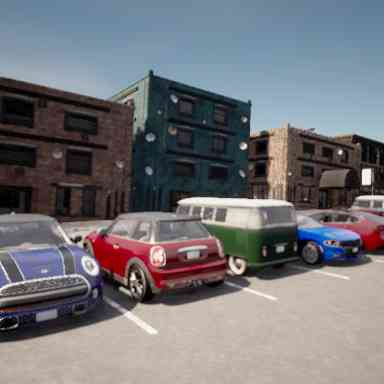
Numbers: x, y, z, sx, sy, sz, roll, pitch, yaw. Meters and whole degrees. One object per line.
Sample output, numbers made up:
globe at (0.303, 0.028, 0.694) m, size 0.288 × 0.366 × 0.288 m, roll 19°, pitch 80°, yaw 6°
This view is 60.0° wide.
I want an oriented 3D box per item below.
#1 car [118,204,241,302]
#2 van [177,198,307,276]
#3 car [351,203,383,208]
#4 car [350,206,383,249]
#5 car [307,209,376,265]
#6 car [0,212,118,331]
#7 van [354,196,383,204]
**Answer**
car at (-1.205, 1.298, 8.492) m, size 2.185 × 1.767 × 4.553 m, roll 0°, pitch 0°, yaw -36°
van at (0.991, 1.199, 10.240) m, size 1.878 × 1.987 × 4.442 m, roll 0°, pitch 0°, yaw -35°
car at (7.888, 1.457, 15.052) m, size 2.163 × 1.488 × 4.792 m, roll 0°, pitch 0°, yaw -35°
car at (5.606, 1.456, 13.425) m, size 2.163 × 1.488 × 4.792 m, roll 0°, pitch 0°, yaw -36°
car at (3.338, 1.426, 11.777) m, size 2.097 × 1.535 × 5.008 m, roll 0°, pitch 0°, yaw -35°
car at (-3.524, 1.298, 6.915) m, size 2.185 × 1.767 × 4.553 m, roll 0°, pitch 0°, yaw -36°
van at (10.120, 1.202, 16.752) m, size 1.878 × 1.987 × 4.442 m, roll 0°, pitch 0°, yaw -36°
